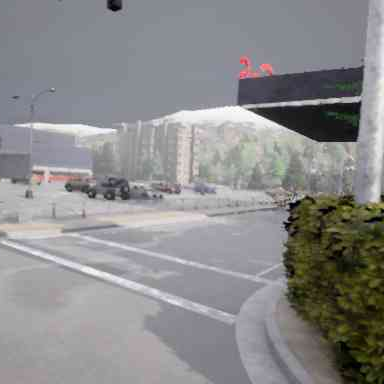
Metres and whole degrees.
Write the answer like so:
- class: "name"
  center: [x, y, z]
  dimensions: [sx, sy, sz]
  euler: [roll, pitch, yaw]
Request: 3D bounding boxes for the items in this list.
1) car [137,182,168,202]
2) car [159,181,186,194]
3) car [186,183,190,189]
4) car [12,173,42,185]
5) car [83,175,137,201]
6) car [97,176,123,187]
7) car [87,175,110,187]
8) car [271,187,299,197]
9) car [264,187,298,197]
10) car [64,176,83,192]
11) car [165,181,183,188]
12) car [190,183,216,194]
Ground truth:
- class: "car"
  center: [-4.531, 0.042, 30.384]
  dimensions: [3.806, 1.475, 1.970]
  euler: [5, 3, 35]
- class: "car"
  center: [-3.664, -0.535, 44.995]
  dimensions: [4.514, 1.523, 2.007]
  euler: [5, 3, 35]
- class: "car"
  center: [0.141, -1.175, 69.251]
  dimensions: [3.806, 1.475, 1.970]
  euler: [5, 3, 35]
- class: "car"
  center: [-23.773, -1.877, 47.836]
  dimensions: [5.027, 1.636, 2.152]
  euler: [5, 3, 35]
- class: "car"
  center: [-6.936, -0.281, 28.014]
  dimensions: [3.866, 1.878, 1.905]
  euler: [5, 3, 35]
- class: "car"
  center: [-15.022, -1.961, 60.877]
  dimensions: [4.605, 1.855, 1.932]
  euler: [5, 3, 35]
- class: "car"
  center: [-16.367, -1.954, 58.268]
  dimensions: [3.866, 1.878, 1.905]
  euler: [5, 3, 35]
- class: "car"
  center: [17.022, 0.012, 60.942]
  dimensions: [4.514, 1.523, 2.007]
  euler: [5, 3, 35]
- class: "car"
  center: [15.250, 0.007, 58.353]
  dimensions: [5.027, 1.636, 2.152]
  euler: [5, 3, 35]
- class: "car"
  center: [-11.439, -0.782, 35.238]
  dimensions: [4.605, 1.855, 1.932]
  euler: [5, 3, 35]
- class: "car"
  center: [-4.173, -1.677, 75.966]
  dimensions: [3.633, 1.501, 1.845]
  euler: [5, 3, 35]
- class: "car"
  center: [2.151, -0.511, 53.121]
  dimensions: [3.633, 1.501, 1.845]
  euler: [5, 3, 35]
